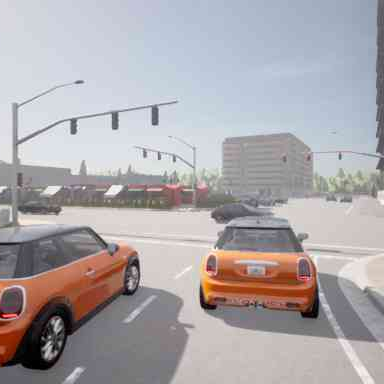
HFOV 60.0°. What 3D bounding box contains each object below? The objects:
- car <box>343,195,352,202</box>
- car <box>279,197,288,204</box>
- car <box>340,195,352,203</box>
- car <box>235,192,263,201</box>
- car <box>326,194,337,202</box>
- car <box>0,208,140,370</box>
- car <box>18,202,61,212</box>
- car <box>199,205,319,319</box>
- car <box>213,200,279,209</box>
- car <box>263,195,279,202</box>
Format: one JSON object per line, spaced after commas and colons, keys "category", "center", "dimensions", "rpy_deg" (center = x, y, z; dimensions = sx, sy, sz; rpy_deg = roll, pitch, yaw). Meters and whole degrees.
{"category": "car", "center": [36.450, 1.494, 77.816], "dimensions": [1.837, 1.490, 4.892], "rpy_deg": [0, 0, 27]}
{"category": "car", "center": [16.503, 1.596, 62.183], "dimensions": [1.895, 1.301, 4.718], "rpy_deg": [0, 0, 28]}
{"category": "car", "center": [31.886, 1.590, 68.980], "dimensions": [1.895, 1.301, 4.718], "rpy_deg": [0, 0, 27]}
{"category": "car", "center": [7.304, 1.218, 44.482], "dimensions": [2.150, 2.045, 5.566], "rpy_deg": [0, 0, 27]}
{"category": "car", "center": [33.309, 1.349, 79.361], "dimensions": [2.097, 1.767, 4.553], "rpy_deg": [0, 0, 27]}
{"category": "car", "center": [-2.517, 1.352, 6.008], "dimensions": [2.097, 1.767, 4.553], "rpy_deg": [0, 0, 9]}
{"category": "car", "center": [-15.694, 1.653, 34.351], "dimensions": [4.718, 1.301, 1.895], "rpy_deg": [0, 0, 28]}
{"category": "car", "center": [1.594, 1.351, 7.730], "dimensions": [2.097, 1.767, 4.553], "rpy_deg": [0, 0, 14]}
{"category": "car", "center": [3.598, 1.565, 24.210], "dimensions": [4.674, 1.442, 1.812], "rpy_deg": [0, 0, 28]}
{"category": "car", "center": [11.887, 1.348, 53.336], "dimensions": [2.097, 1.767, 4.553], "rpy_deg": [0, 0, 27]}
